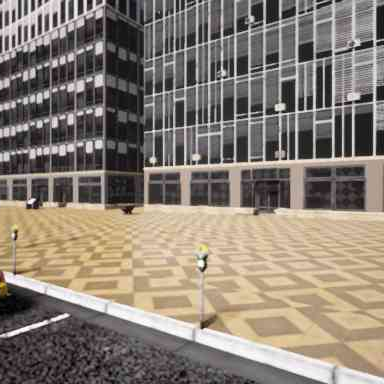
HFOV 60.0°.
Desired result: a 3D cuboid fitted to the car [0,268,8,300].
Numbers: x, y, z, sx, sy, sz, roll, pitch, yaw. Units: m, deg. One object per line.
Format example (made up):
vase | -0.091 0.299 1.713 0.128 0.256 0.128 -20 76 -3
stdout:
car | -5.660 1.528 6.894 4.829 1.417 1.752 0 0 35
